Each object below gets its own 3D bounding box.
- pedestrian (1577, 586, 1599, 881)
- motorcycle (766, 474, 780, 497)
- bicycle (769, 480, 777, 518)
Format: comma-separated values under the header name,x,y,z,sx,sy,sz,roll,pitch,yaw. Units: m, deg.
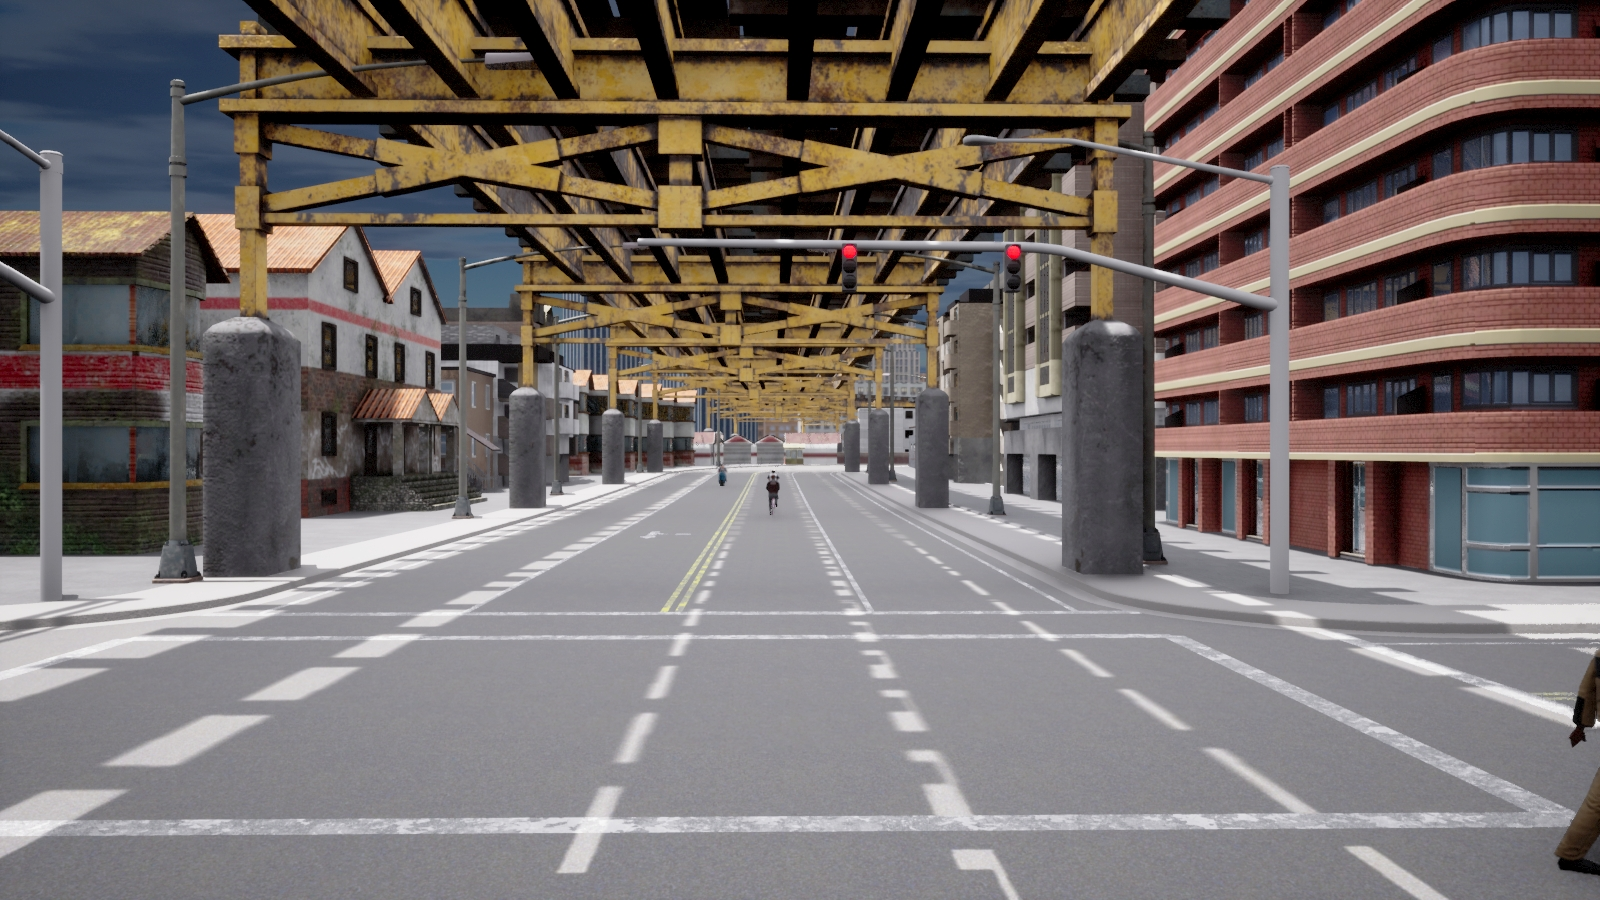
name,x,y,z,sx,sy,sz,roll,pitch,yaw
pedestrian,5.373,1.848,7.472,0.375,1.860,0.375,0,0,14
motorcycle,-1.548,2.041,65.523,0.803,1.224,2.033,0,1,-1
bicycle,-1.136,2.033,47.812,0.329,1.496,1.835,0,0,-2
